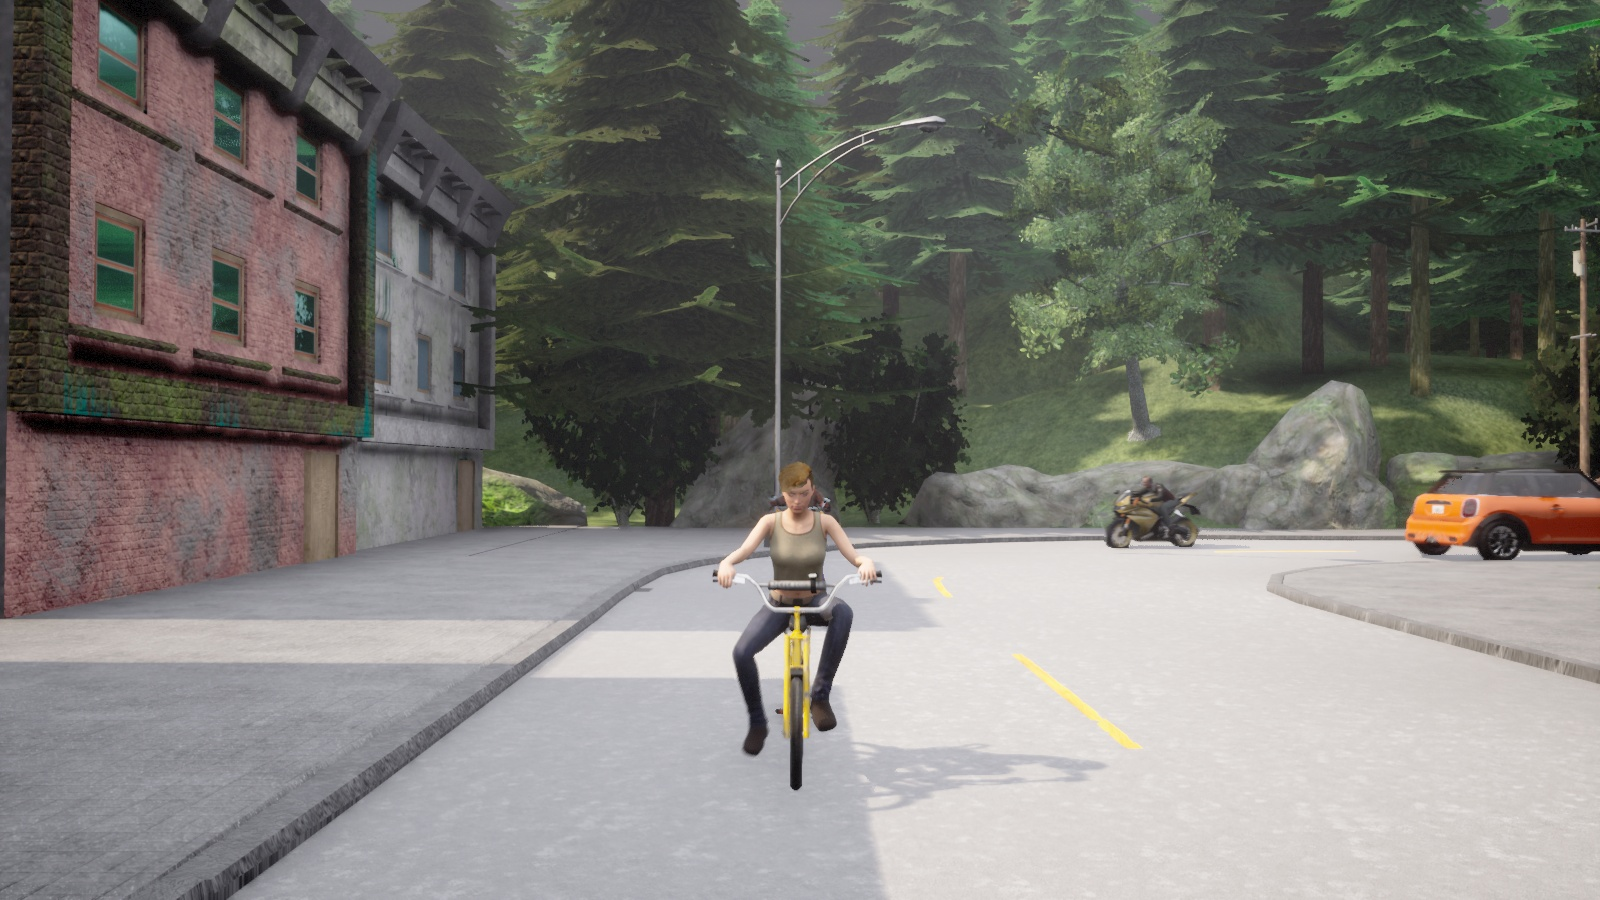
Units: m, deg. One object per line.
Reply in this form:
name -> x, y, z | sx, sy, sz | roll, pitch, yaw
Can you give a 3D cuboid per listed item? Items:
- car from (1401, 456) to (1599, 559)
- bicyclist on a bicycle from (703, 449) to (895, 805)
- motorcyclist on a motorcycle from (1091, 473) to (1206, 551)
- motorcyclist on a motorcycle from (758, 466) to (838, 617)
car -> 13.779, 1.004, 23.028 | 4.553, 1.767, 2.097 | 0, -1, -7
bicyclist on a bicycle -> -0.005, 0.857, 6.494 | 0.866, 1.612, 1.509 | 0, -4, 0
motorcyclist on a motorcycle -> 7.190, 1.257, 25.925 | 2.191, 1.530, 0.866 | 0, 0, -19
motorcyclist on a motorcycle -> 0.010, 1.015, 14.924 | 0.766, 1.649, 2.350 | 0, -1, 4
